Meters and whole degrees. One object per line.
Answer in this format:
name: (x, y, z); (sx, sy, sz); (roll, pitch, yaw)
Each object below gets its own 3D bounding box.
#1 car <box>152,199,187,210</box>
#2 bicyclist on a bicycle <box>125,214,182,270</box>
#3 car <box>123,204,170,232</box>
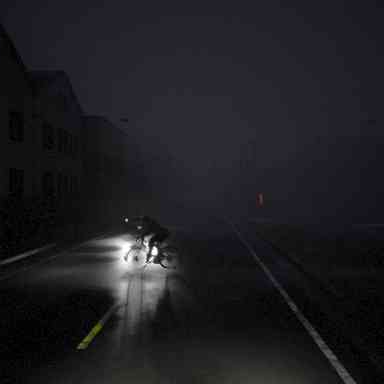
car: (-3.183, 1.637, 45.325); (5.357, 1.411, 2.033); (-1, -1, 40)
bicyclist on a bicycle: (-1.137, 1.453, 9.581); (1.656, 1.620, 0.582); (-2, 0, 3)
car: (-2.709, 1.601, 20.088); (1.895, 1.301, 4.718); (0, 0, 3)
